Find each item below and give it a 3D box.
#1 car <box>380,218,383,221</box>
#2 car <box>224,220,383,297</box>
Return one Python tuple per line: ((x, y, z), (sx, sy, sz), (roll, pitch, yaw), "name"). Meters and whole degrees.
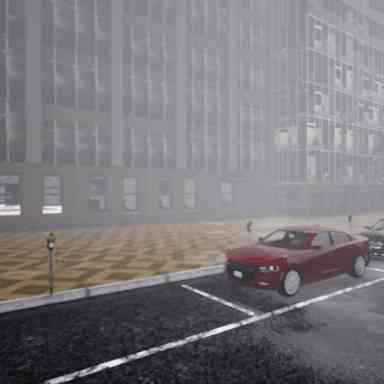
((7.471, 1.570, 11.900), (4.403, 1.369, 2.008), (0, 0, -36), "car")
((2.838, 1.556, 8.593), (4.507, 1.381, 1.887), (0, 0, -36), "car")
